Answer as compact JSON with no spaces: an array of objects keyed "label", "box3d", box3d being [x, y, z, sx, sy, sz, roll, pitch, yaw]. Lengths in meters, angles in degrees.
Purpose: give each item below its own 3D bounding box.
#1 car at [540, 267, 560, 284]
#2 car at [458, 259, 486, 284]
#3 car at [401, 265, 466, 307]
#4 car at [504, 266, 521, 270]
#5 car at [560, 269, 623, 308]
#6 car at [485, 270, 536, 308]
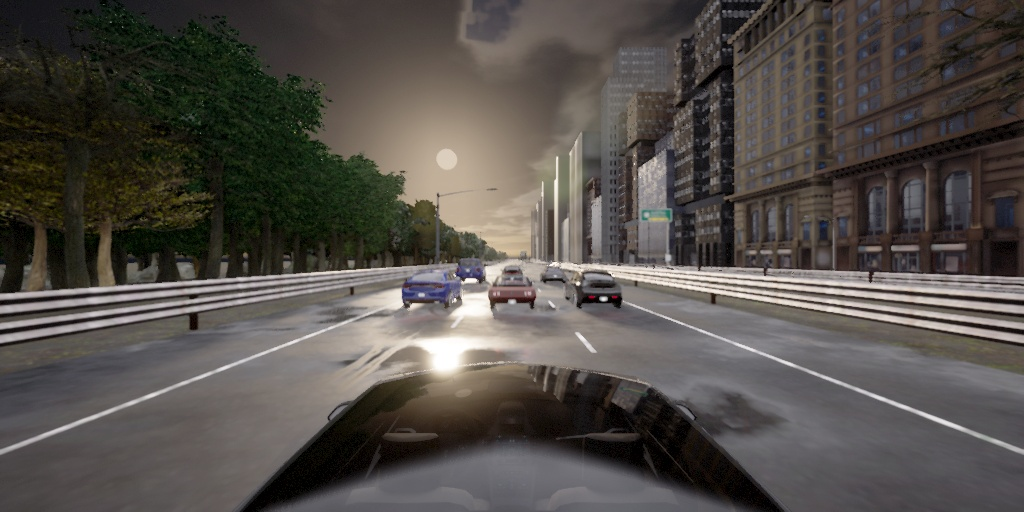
[{"label":"car","box3d":[3.524,1.623,31.123,1.994,1.385,4.181,0,-1,0]},{"label":"car","box3d":[-3.479,1.272,30.852,2.150,2.045,5.566,0,0,0]},{"label":"car","box3d":[-3.484,1.374,16.306,1.882,1.535,5.008,0,0,0]},{"label":"car","box3d":[0.024,1.567,31.127,1.837,1.490,4.892,0,0,0]},{"label":"car","box3d":[3.513,1.403,16.127,1.837,1.490,4.892,0,0,0]},{"label":"car","box3d":[0.012,1.493,15.933,1.895,1.301,4.718,0,-1,0]}]
